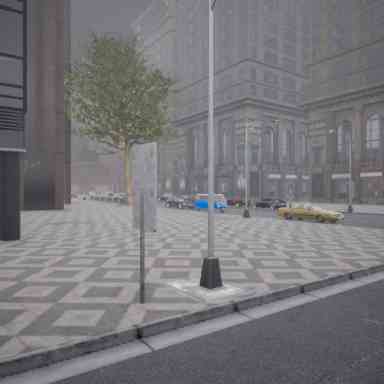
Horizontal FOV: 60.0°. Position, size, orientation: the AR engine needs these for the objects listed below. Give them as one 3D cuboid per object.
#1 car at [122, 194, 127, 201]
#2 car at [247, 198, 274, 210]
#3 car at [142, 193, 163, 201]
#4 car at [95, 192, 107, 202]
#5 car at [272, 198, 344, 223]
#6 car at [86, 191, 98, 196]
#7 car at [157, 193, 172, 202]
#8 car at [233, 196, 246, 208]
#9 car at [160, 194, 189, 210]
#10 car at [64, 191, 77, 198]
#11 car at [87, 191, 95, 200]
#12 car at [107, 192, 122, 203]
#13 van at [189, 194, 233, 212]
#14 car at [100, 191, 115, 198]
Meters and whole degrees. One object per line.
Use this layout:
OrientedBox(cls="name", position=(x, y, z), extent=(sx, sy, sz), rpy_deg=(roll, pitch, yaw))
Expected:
OrientedBox(cls="car", position=(-7.751, 1.051, 46.821), extent=(1.752, 1.417, 4.829), rpy_deg=(1, 0, -35))
OrientedBox(cls="car", position=(8.796, 1.315, 38.048), extent=(1.947, 1.339, 4.313), rpy_deg=(1, 0, -35))
OrientedBox(cls="car", position=(-7.311, 0.910, 61.058), extent=(2.008, 1.369, 4.403), rpy_deg=(1, 0, -35))
OrientedBox(cls="car", position=(-14.291, 0.911, 56.164), extent=(2.008, 1.369, 4.403), rpy_deg=(1, 0, -35))
OrientedBox(cls="car", position=(8.359, 1.398, 23.803), extent=(1.752, 1.417, 4.829), rpy_deg=(1, 0, -35))
OrientedBox(cls="car", position=(-26.639, 0.472, 88.666), extent=(1.802, 1.307, 4.206), rpy_deg=(1, 0, -35))
OrientedBox(cls="car", position=(-4.087, 0.881, 56.457), extent=(1.967, 1.590, 4.097), rpy_deg=(1, 0, -35))
OrientedBox(cls="car", position=(5.576, 1.224, 42.649), extent=(1.887, 1.381, 4.507), rpy_deg=(1, 0, -35))
OrientedBox(cls="car", position=(-1.404, 1.230, 37.753), extent=(2.008, 1.369, 4.403), rpy_deg=(1, 0, -35))
OrientedBox(cls="car", position=(-27.175, 0.484, 74.570), extent=(1.967, 1.590, 4.097), rpy_deg=(1, 0, -35))
OrientedBox(cls="car", position=(-17.512, 0.830, 60.766), extent=(2.008, 1.369, 4.403), rpy_deg=(1, 0, -35))
OrientedBox(cls="car", position=(-11.069, 0.992, 51.562), extent=(2.008, 1.369, 4.403), rpy_deg=(1, 0, -35))
OrientedBox(cls="van", position=(1.819, 1.091, 33.150), extent=(1.690, 1.788, 3.998), rpy_deg=(1, 0, -35))
OrientedBox(cls="car", position=(-20.196, 0.588, 79.463), extent=(1.887, 1.381, 4.507), rpy_deg=(1, 0, -35))
